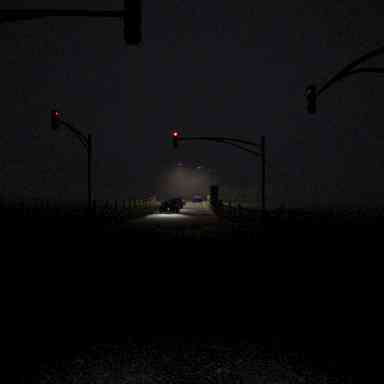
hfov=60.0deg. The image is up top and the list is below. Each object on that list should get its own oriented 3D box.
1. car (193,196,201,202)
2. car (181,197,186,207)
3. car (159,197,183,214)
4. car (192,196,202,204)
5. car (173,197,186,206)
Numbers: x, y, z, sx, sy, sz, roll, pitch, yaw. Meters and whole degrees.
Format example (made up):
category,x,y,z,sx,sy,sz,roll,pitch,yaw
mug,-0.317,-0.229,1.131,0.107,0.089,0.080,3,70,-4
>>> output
category,x,y,z,sx,sy,sz,roll,pitch,yaw
car,1.124,1.617,75.917,1.895,1.301,4.718,0,0,1
car,-2.214,1.536,45.977,1.812,1.442,4.674,0,0,1
car,-2.370,1.571,35.961,1.994,1.385,4.181,0,0,1
car,1.059,1.495,65.883,1.882,1.535,5.008,0,0,1
car,-2.039,1.540,56.129,1.812,1.442,4.674,0,0,1
